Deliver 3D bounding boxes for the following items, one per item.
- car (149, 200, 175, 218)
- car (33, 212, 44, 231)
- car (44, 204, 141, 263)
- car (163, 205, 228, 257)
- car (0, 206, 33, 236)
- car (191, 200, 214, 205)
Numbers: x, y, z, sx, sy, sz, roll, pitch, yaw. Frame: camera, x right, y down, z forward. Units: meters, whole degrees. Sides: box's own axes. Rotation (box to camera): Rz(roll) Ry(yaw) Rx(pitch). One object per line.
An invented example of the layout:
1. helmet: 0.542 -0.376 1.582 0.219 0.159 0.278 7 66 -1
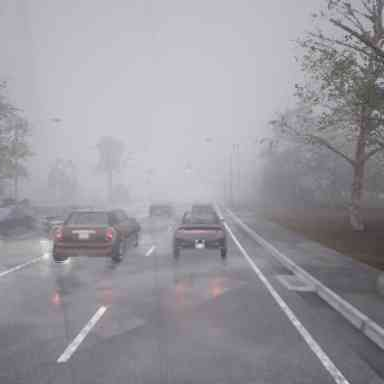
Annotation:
1. car: -2.563 1.434 29.461 1.882 1.535 5.008 0 0 3
2. car: -6.700 1.460 19.069 2.128 1.511 4.902 0 0 2
3. car: -3.202 1.333 12.103 2.097 1.767 4.553 0 0 1
4. car: 0.311 1.472 12.818 2.128 1.511 4.902 0 0 1
5. car: -10.235 1.493 18.147 1.812 1.442 4.674 0 0 2
6. car: 0.937 1.436 29.383 1.882 1.535 5.008 0 0 3
